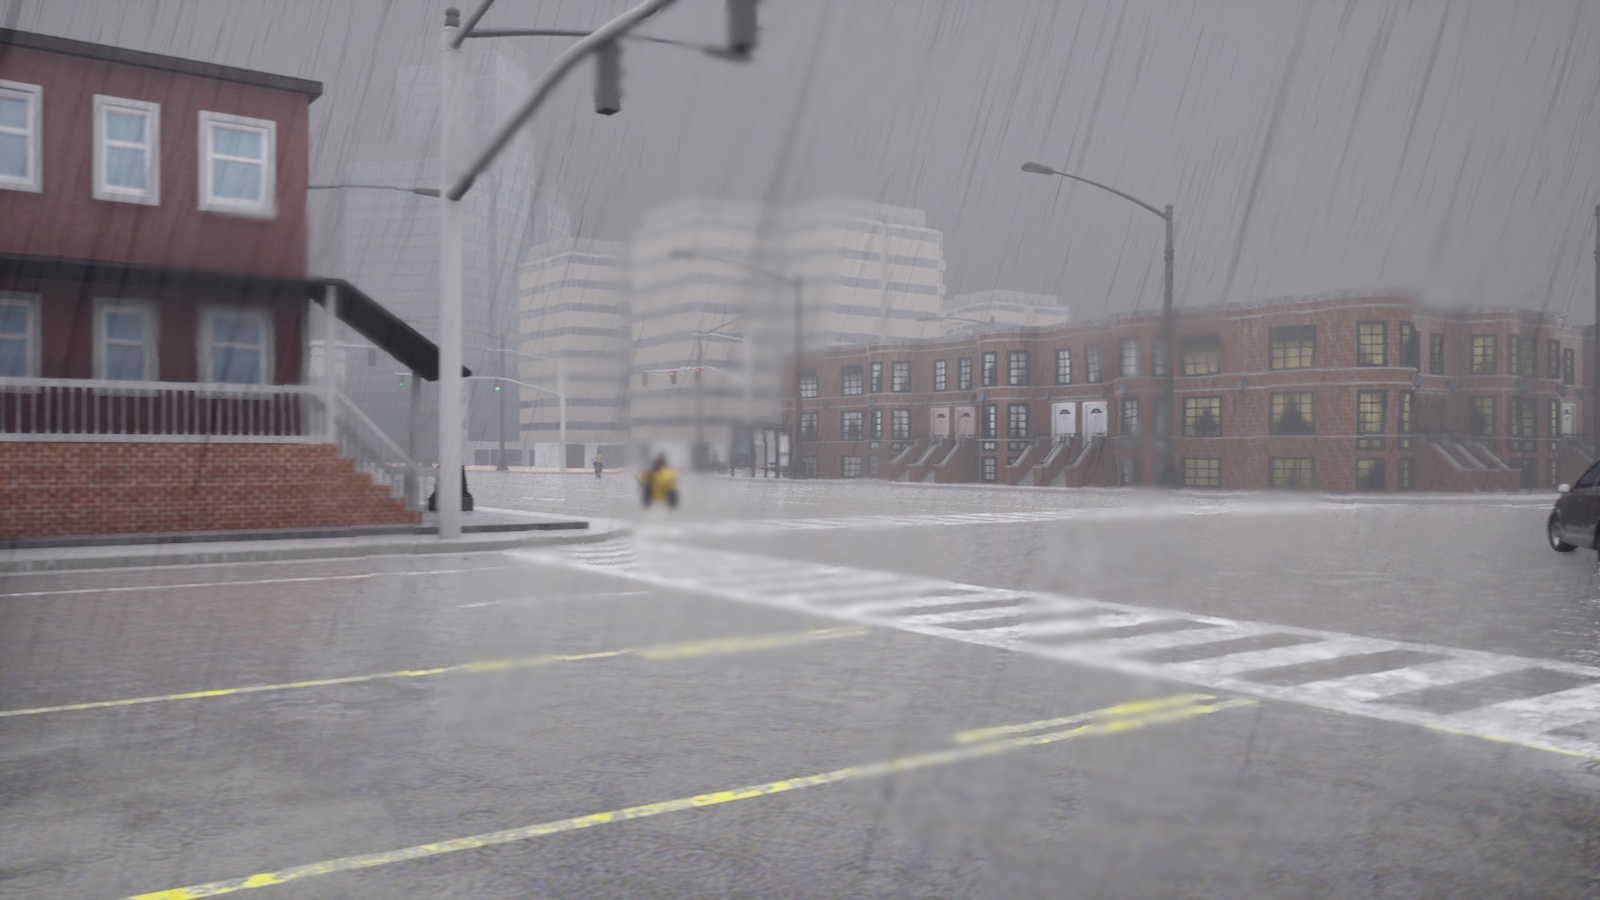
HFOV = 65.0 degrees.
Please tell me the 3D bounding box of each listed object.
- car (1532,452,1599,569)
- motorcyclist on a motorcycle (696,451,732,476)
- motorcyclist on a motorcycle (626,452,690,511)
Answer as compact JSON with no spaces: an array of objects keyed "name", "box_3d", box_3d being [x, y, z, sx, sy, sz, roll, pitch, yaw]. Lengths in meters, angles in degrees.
[{"name":"car","box_3d":[11.665,0.777,17.475,1.845,1.501,3.633,0,0,18]},{"name":"motorcyclist on a motorcycle","box_3d":[-5.820,0.915,84.616,2.350,1.649,0.766,0,0,-35]},{"name":"motorcyclist on a motorcycle","box_3d":[-3.778,0.816,33.260,0.797,1.523,2.044,0,0,-35]}]
